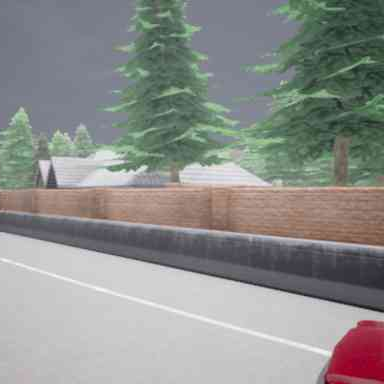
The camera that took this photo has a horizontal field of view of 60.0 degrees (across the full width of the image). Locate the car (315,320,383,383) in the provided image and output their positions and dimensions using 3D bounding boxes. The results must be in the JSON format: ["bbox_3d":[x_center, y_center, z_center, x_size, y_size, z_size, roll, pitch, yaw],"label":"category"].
[{"bbox_3d":[3.152,1.609,1.792,4.718,1.301,1.895,0,0,35],"label":"car"}]
